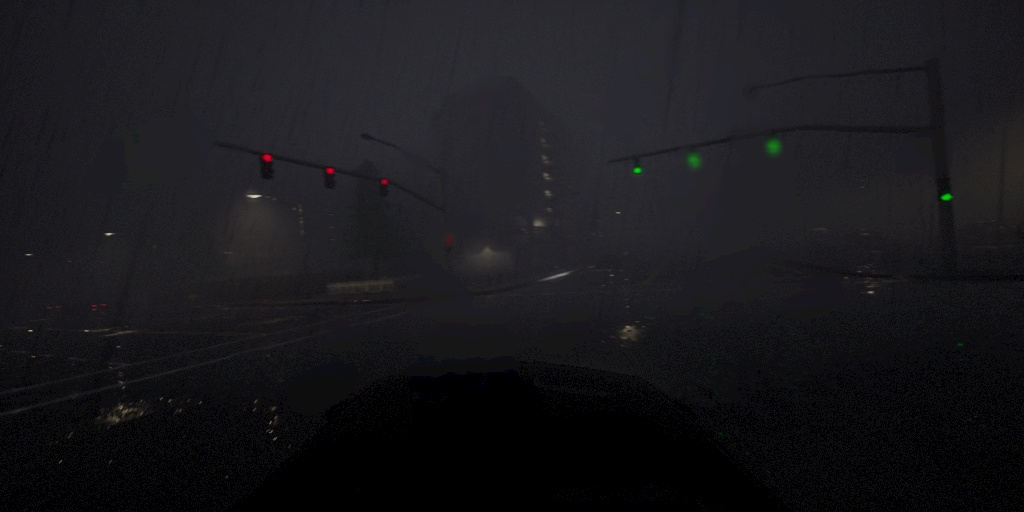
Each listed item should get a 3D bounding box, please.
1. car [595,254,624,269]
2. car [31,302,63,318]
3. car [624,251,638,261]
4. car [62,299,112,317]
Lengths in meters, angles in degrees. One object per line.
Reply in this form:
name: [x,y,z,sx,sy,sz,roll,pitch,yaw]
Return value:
car: [10.016,0.602,37.487,1.994,1.385,4.181,-5,0,26]
car: [-49.269,5.688,38.244,4.902,1.511,2.128,-5,0,26]
car: [17.253,0.023,52.508,2.033,1.411,5.357,-5,0,26]
car: [-39.572,4.836,33.591,4.892,1.490,1.837,-5,0,26]
